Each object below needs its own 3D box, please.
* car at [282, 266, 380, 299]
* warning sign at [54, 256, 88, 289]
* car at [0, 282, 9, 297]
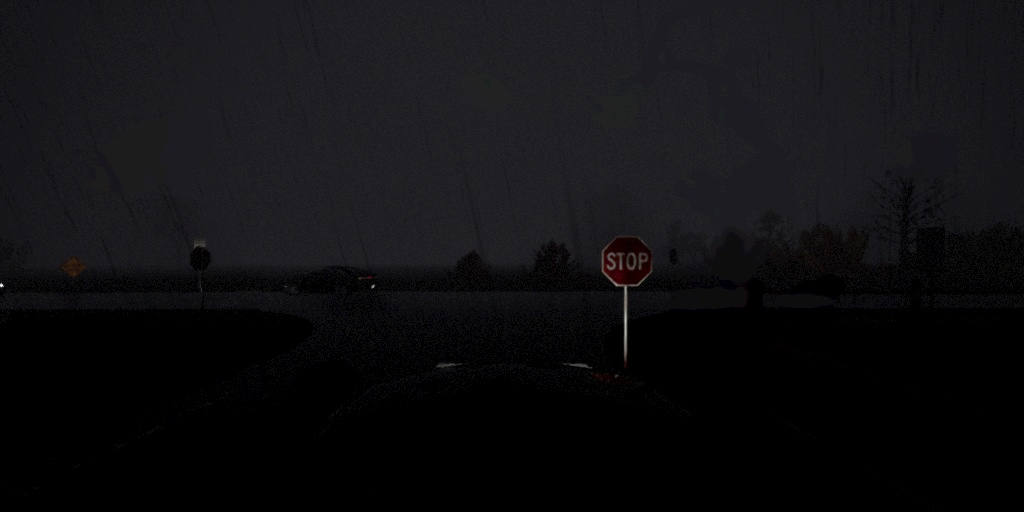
[{"bbox_3d":[-8.979,1.252,17.763,4.902,1.511,2.128,0,0,16],"label":"car"},{"bbox_3d":[-25.401,0.918,20.737,1.060,1.860,1.300,0,0,0],"label":"warning sign"},{"bbox_3d":[-25.081,1.408,15.433,4.718,1.301,1.895,0,0,0],"label":"car"}]
